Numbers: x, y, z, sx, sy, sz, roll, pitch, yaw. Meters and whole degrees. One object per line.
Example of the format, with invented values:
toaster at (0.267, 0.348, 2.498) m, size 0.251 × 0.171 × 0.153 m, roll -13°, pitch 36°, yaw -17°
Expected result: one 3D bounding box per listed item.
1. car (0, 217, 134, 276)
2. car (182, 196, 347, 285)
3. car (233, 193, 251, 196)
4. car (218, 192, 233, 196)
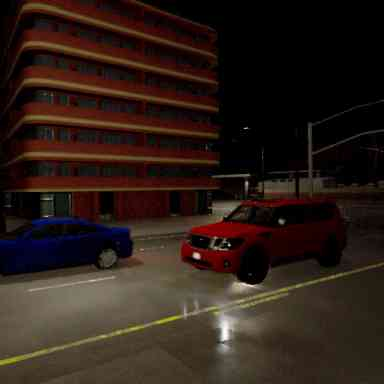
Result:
car at (-4.169, 1.511, 9.614) m, size 5.008 × 1.535 × 1.882 m, roll 0°, pitch 0°, yaw -35°
car at (2.374, 1.250, 9.967) m, size 5.566 × 2.045 × 2.150 m, roll 0°, pitch 0°, yaw -35°
car at (12.890, 1.061, 81.963) m, size 3.806 × 1.475 × 1.970 m, roll -1°, pitch 1°, yaw -35°
car at (8.918, 0.930, 86.185) m, size 4.611 × 1.667 × 2.242 m, roll -1°, pitch 1°, yaw -35°
